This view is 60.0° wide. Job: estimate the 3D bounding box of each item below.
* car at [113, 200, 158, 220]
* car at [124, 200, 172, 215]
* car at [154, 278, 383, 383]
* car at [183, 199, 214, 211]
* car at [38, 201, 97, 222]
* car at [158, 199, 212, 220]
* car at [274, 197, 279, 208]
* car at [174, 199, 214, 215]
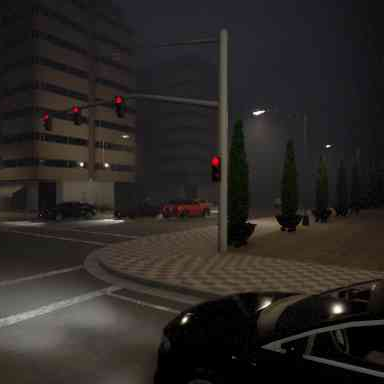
[{"bbox_3d":[-4.837,1.619,29.058,1.994,1.385,4.181,0,0,35],"label":"car"},{"bbox_3d":[-4.593,1.603,35.470,2.033,1.411,5.357,0,0,35],"label":"car"},{"bbox_3d":[1.853,1.492,2.652,4.902,1.511,2.128,0,0,36],"label":"car"},{"bbox_3d":[0.856,1.619,43.161,1.994,1.385,4.181,0,0,36],"label":"car"},{"bbox_3d":[-10.212,1.560,27.513,1.837,1.490,4.892,0,0,35],"label":"car"},{"bbox_3d":[-0.451,1.407,28.904,2.097,1.767,4.553,0,0,36],"label":"car"},{"bbox_3d":[14.092,1.276,49.451,2.150,2.045,5.566,0,0,35],"label":"car"},{"bbox_3d":[0.311,1.533,36.346,1.882,1.535,5.008,0,0,35],"label":"car"}]
